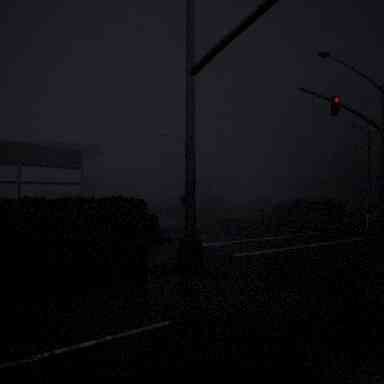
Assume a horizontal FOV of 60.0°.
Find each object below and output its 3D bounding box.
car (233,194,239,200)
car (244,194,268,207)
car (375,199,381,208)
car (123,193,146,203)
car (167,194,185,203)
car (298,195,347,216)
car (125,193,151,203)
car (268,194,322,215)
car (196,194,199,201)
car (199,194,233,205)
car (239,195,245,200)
[{"bbox_3d":[9.441,1.232,77.918,3.806,1.475,1.970,0,0,-35],"label":"car"},{"bbox_3d":[9.654,1.320,46.625,3.633,1.501,1.845,0,0,-35],"label":"car"},{"bbox_3d":[25.542,1.384,43.130,3.806,1.475,1.970,0,0,-35],"label":"car"},{"bbox_3d":[-10.961,1.077,63.595,3.866,1.878,1.905,0,0,-35],"label":"car"},{"bbox_3d":[-2.634,1.097,65.428,4.605,1.855,1.932,0,0,-35],"label":"car"},{"bbox_3d":[12.030,1.340,29.984,4.514,1.523,2.007,0,0,-35],"label":"car"},{"bbox_3d":[-9.550,1.361,60.523,3.806,1.475,1.970,0,0,-35],"label":"car"},{"bbox_3d":[10.184,1.330,32.521,5.027,1.636,2.152,0,0,-35],"label":"car"},{"bbox_3d":[1.567,1.298,76.863,4.514,1.523,2.007,0,0,-35],"label":"car"},{"bbox_3d":[3.944,1.298,54.826,4.514,1.523,2.007,0,0,-35],"label":"car"},{"bbox_3d":[13.395,1.154,72.853,5.027,1.636,2.152,0,0,-35],"label":"car"}]
